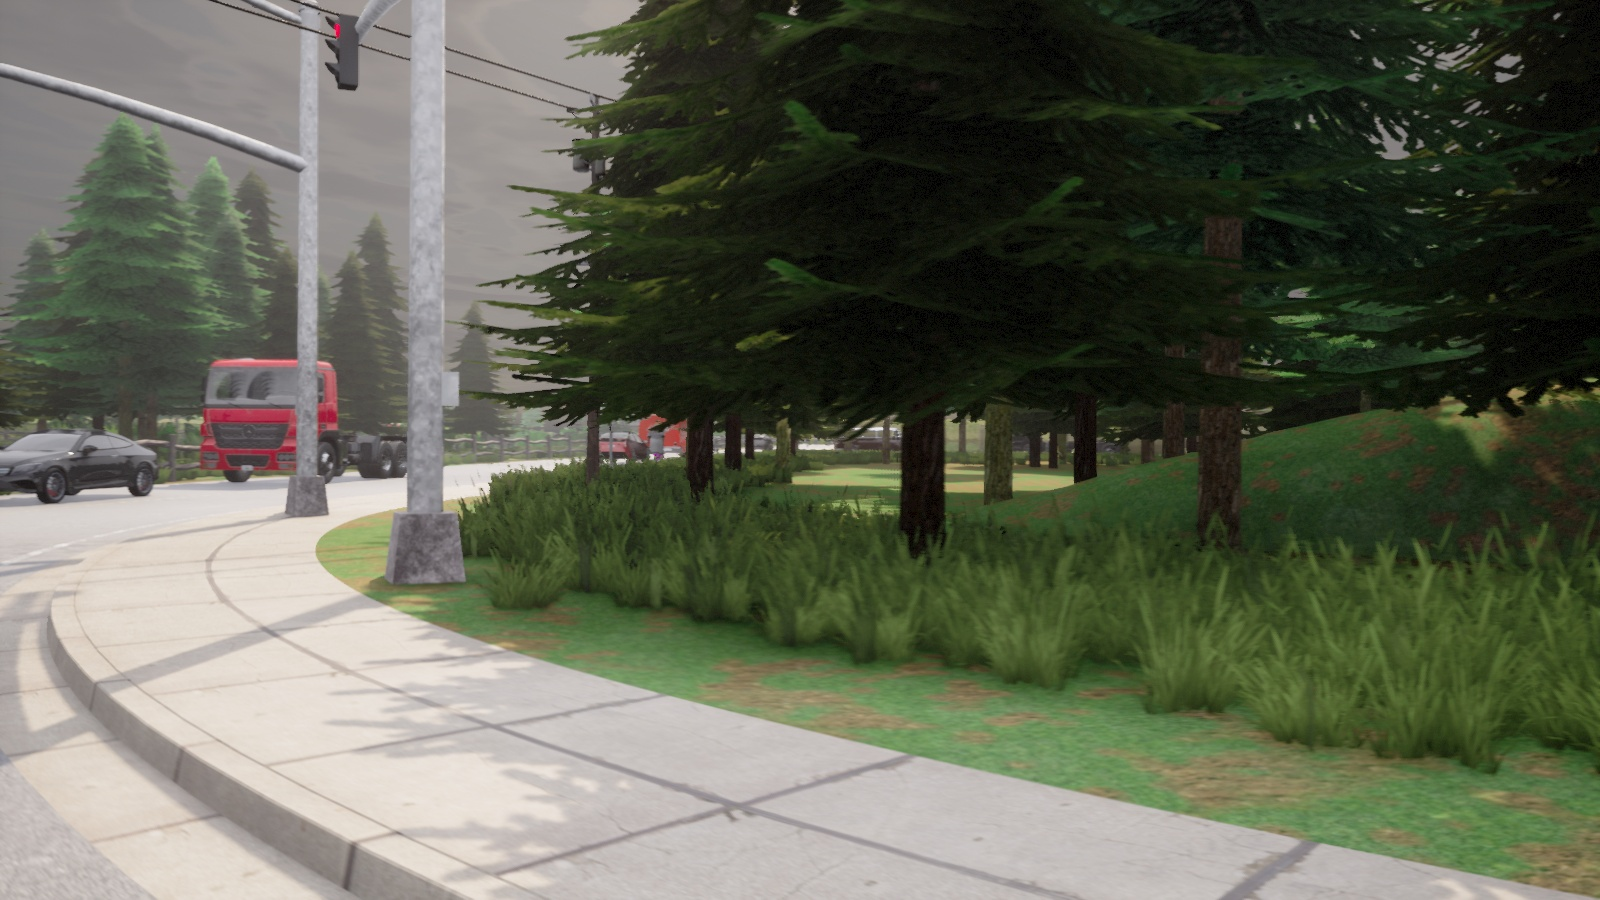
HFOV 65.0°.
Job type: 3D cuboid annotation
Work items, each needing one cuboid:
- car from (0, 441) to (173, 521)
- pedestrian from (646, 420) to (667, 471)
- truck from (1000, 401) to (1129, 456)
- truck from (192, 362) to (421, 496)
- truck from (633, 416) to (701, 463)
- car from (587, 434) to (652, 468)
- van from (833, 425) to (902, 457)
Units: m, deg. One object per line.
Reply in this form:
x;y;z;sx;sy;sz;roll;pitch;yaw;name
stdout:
-15.025;0.561;25.647;1.812;1.442;4.674;0;1;5;car
-5.552;-0.174;48.633;0.659;1.952;0.873;0;1;4;pedestrian
17.245;-1.398;82.257;7.936;3.462;2.891;0;1;4;truck
-14.039;-0.592;36.604;2.891;3.462;7.936;0;1;5;truck
-7.283;-0.571;69.264;2.627;2.467;5.204;0;1;7;truck
-8.444;-0.001;59.207;2.007;1.525;4.514;0;1;6;car
4.485;-0.597;83.179;4.480;2.038;2.069;0;1;4;van
